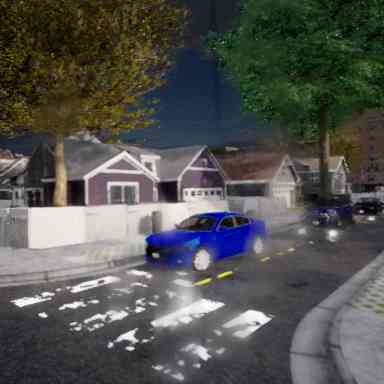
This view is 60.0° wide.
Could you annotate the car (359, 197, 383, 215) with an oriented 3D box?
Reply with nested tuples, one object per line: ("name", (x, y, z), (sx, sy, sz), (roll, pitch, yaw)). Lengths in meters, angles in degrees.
("car", (15.444, 1.179, 29.075), (2.033, 1.411, 5.357), (-1, 0, 39))

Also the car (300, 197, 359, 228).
("car", (8.330, 1.125, 20.353), (2.097, 1.767, 4.553), (-1, 0, 39))

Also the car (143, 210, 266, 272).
("car", (0.618, 1.409, 10.914), (1.882, 1.535, 5.008), (-1, 0, 40))
